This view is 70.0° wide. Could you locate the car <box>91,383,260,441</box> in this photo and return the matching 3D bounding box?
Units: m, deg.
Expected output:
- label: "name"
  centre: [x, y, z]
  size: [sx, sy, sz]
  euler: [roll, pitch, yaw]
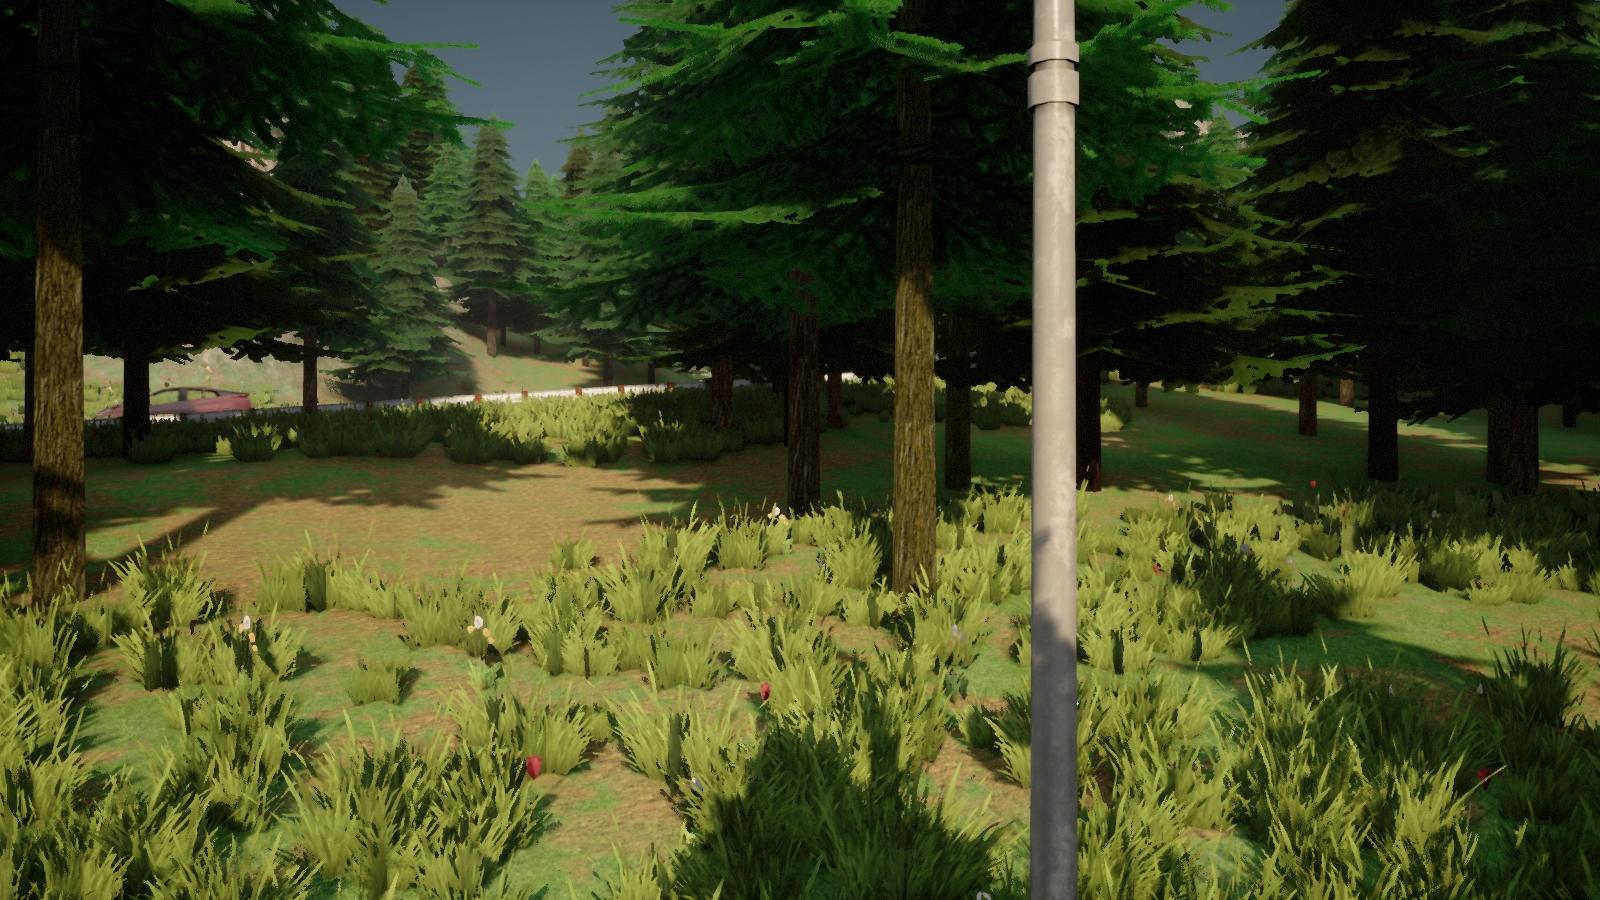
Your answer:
- label: "car"
  centre: [-19.878, -1.227, 36.459]
  size: [4.514, 1.525, 2.007]
  euler: [-5, 2, -30]
